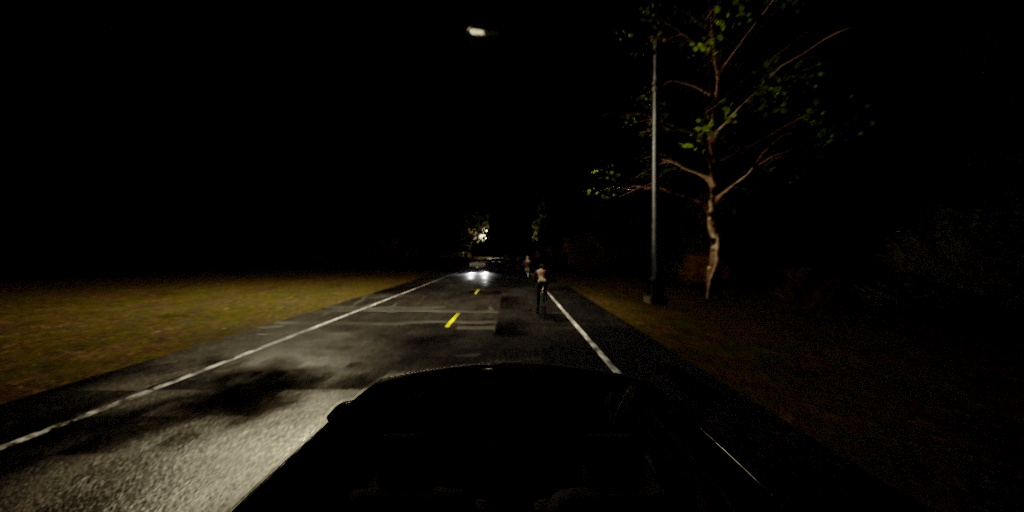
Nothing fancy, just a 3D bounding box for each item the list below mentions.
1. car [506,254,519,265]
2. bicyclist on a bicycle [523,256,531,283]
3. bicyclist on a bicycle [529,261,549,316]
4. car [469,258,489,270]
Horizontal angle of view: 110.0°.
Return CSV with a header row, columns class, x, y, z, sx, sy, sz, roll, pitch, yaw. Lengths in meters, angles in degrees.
class,x,y,z,sx,sy,sz,roll,pitch,yaw
car,0.098,0.625,55.501,1.994,1.385,4.181,0,1,0
bicyclist on a bicycle,0.967,0.857,22.216,0.659,1.776,1.843,0,1,0
bicyclist on a bicycle,0.965,1.074,11.719,0.582,1.620,1.656,0,0,0
car,-3.569,0.869,39.304,1.895,1.301,4.718,0,1,0
